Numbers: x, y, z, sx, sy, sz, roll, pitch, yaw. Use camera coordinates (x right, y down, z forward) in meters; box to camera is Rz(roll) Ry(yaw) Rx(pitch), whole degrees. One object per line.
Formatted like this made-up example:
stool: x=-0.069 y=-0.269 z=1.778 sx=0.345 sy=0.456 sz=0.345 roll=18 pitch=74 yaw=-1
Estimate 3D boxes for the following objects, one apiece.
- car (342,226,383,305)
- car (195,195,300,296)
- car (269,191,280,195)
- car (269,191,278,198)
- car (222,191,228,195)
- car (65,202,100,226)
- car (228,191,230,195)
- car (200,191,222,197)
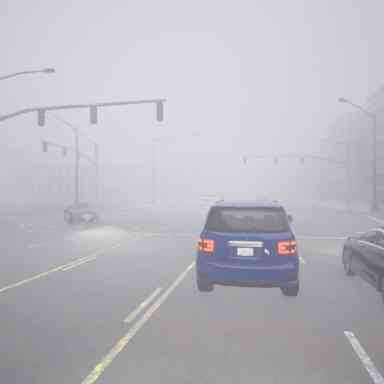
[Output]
car: x=4.779 y=1.492 z=7.389 sx=2.128 sy=1.511 sz=4.902 roll=0 pitch=0 yaw=11
car: x=1.511 y=1.221 z=8.911 sx=2.150 sy=2.045 sz=5.566 roll=0 pitch=0 yaw=11
car: x=18.732 y=0.881 z=74.962 sx=2.128 sy=1.511 sz=4.902 roll=0 pitch=1 yaw=11
car: x=20.711 y=0.552 z=84.965 sx=2.097 sy=1.767 sz=4.553 roll=0 pitch=1 yaw=11
car: x=4.515 y=0.926 z=57.649 sx=2.150 sy=2.045 sz=5.566 roll=0 pitch=1 yaw=11
car: x=-7.847 y=1.492 z=23.601 sx=2.128 sy=1.511 sz=4.902 roll=1 pitch=0 yaw=-27
car: x=6.615 y=0.741 z=67.889 sx=2.150 sy=2.045 sz=5.566 roll=0 pitch=1 yaw=12
car: x=2.489 y=1.079 z=47.462 sx=2.150 sy=2.045 sz=5.566 roll=0 pitch=1 yaw=11
